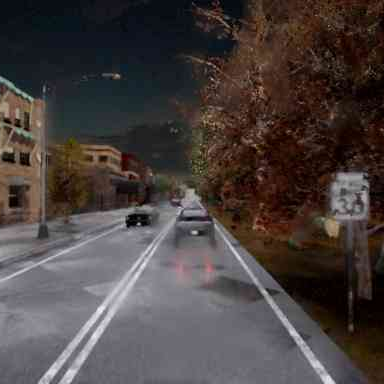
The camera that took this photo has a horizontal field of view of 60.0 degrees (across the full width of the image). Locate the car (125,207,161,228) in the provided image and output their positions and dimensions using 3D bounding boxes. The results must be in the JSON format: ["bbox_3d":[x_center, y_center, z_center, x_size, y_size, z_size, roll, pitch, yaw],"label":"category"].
[{"bbox_3d":[-3.325,1.729,23.091,1.895,1.301,4.718,0,-1,0],"label":"car"}]

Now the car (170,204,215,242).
[{"bbox_3d":[0.112,1.563,16.902,2.128,1.511,4.902,0,0,0],"label":"car"}]

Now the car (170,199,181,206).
[{"bbox_3d":[-3.121,2.015,64.008,1.882,1.535,5.008,0,0,1],"label":"car"}]
